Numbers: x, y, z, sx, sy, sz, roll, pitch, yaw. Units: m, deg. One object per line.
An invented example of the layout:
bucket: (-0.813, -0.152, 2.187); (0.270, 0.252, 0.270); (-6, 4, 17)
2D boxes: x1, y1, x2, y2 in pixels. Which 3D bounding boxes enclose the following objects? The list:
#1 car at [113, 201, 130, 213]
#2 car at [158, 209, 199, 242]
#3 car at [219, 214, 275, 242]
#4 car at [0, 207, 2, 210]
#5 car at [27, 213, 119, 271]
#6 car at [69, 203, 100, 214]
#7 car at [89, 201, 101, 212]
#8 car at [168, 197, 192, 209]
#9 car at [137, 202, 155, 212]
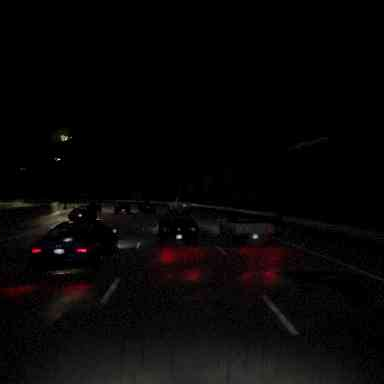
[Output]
car: (-9.228, 2.011, 43.750); (1.837, 1.490, 4.892); (1, -1, -16)
car: (-0.845, 1.795, 17.645); (1.895, 1.301, 4.718); (0, -1, -6)
car: (2.679, 1.782, 17.552); (1.895, 1.301, 4.718); (0, -1, -6)
car: (-21.783, 1.935, 35.160); (1.882, 1.535, 5.008); (0, -1, -13)
car: (-3.796, 1.686, 11.498); (2.033, 1.411, 5.357); (0, -1, -4)
car: (-9.568, 1.914, 29.233); (1.994, 1.385, 4.181); (0, -1, -11)
car: (-14.332, 2.054, 48.740); (1.882, 1.535, 5.008); (0, -1, -18)
car: (-1.623, 1.692, 42.920); (2.150, 2.045, 5.566); (0, -1, -15)
car: (-6.496, 2.093, 46.872); (1.994, 1.385, 4.181); (0, -1, -17)
